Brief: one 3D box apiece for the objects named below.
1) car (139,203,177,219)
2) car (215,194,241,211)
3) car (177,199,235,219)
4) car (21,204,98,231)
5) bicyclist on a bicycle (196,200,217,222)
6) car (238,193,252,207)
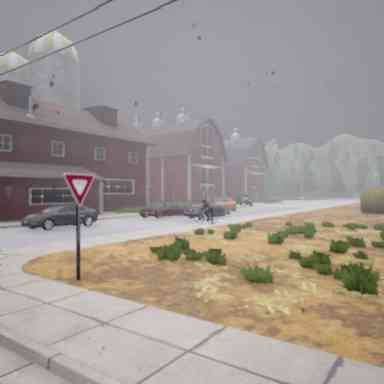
[{"bbox_3d":[-2.569,1.648,29.724,1.895,1.301,4.718,0,0,35],"label":"car"},{"bbox_3d":[3.289,1.400,38.168,2.097,1.767,4.553,0,0,35],"label":"car"},{"bbox_3d":[1.346,1.580,28.875,2.033,1.411,5.357,0,0,35],"label":"car"},{"bbox_3d":[-8.353,1.551,21.372,1.837,1.490,4.892,0,0,35],"label":"car"},{"bbox_3d":[0.913,1.319,21.606,1.656,1.620,0.582,-1,0,35],"label":"bicyclist on a bicycle"},{"bbox_3d":[8.139,1.209,52.382,1.905,1.878,3.866,6,1,-8],"label":"car"}]
